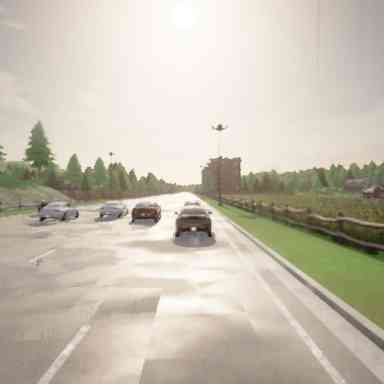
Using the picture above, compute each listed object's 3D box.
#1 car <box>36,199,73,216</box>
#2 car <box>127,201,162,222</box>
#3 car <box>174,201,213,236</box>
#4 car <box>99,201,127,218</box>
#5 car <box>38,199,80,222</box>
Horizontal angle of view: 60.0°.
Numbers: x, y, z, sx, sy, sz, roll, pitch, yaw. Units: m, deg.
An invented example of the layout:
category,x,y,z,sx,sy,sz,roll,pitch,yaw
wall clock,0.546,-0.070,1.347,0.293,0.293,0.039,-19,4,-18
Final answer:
category,x,y,z,sx,sy,sz,roll,pitch,yaw
car,-13.942,1.488,34.058,1.837,1.490,4.892,0,0,0
car,-3.433,1.456,25.748,1.882,1.535,5.008,0,0,0
car,0.072,1.486,18.087,1.837,1.490,4.892,0,0,0
car,-6.938,1.504,29.762,1.812,1.442,4.674,0,0,0
car,-10.433,1.512,26.355,1.812,1.442,4.674,0,0,0
